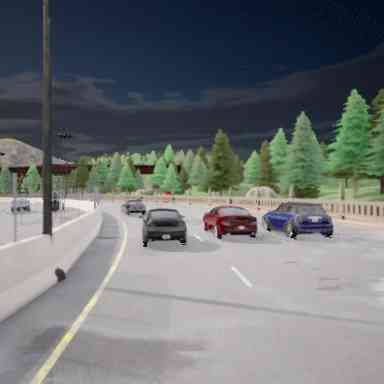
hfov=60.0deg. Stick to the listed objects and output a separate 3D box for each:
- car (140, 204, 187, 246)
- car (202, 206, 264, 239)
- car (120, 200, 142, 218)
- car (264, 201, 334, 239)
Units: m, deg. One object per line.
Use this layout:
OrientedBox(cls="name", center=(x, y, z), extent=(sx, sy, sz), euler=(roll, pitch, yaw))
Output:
OrientedBox(cls="car", center=(-1.374, 1.503, 15.378), extent=(1.837, 1.490, 4.892), euler=(0, 0, -9))
OrientedBox(cls="car", center=(1.831, 1.463, 17.454), extent=(1.882, 1.535, 5.008), euler=(0, 0, -9))
OrientedBox(cls="car", center=(-5.937, 1.553, 33.364), extent=(2.033, 1.411, 5.357), euler=(0, 0, -20))
OrientedBox(cls="car", center=(5.353, 1.325, 17.450), extent=(2.097, 1.767, 4.553), euler=(0, 0, -9))
